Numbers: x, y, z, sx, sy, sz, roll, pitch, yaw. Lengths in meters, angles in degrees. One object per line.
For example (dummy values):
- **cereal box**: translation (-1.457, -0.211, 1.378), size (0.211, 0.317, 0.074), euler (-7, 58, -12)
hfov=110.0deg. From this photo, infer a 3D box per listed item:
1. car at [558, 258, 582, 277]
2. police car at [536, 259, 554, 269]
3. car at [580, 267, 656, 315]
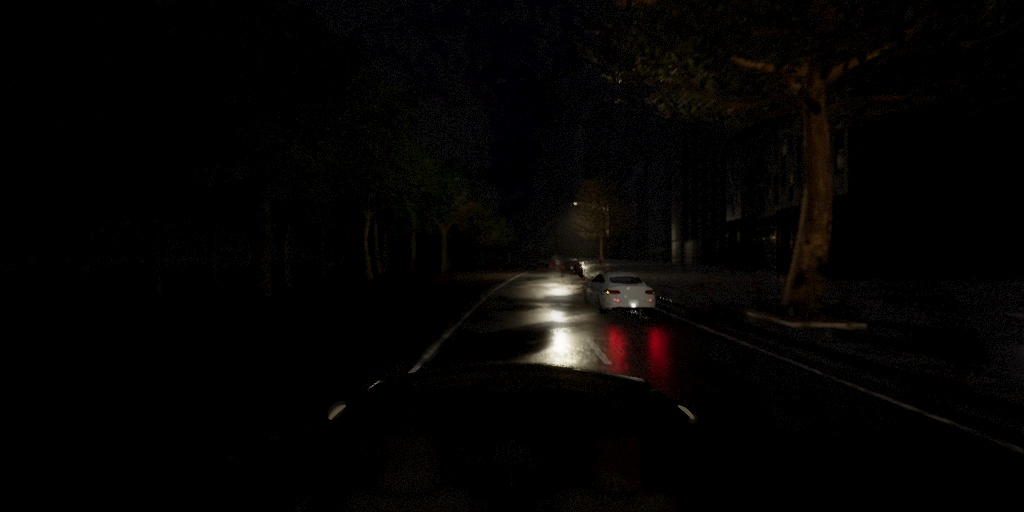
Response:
- **car**: translation (5.918, 1.161, 35.793), size (2.097, 1.767, 4.553), euler (0, 0, 7)
- **police car**: translation (5.237, 1.276, 59.121), size (1.930, 1.638, 5.238), euler (0, 0, 12)
- **car**: translation (3.923, 1.296, 13.544), size (1.812, 1.442, 4.674), euler (0, 0, 3)
